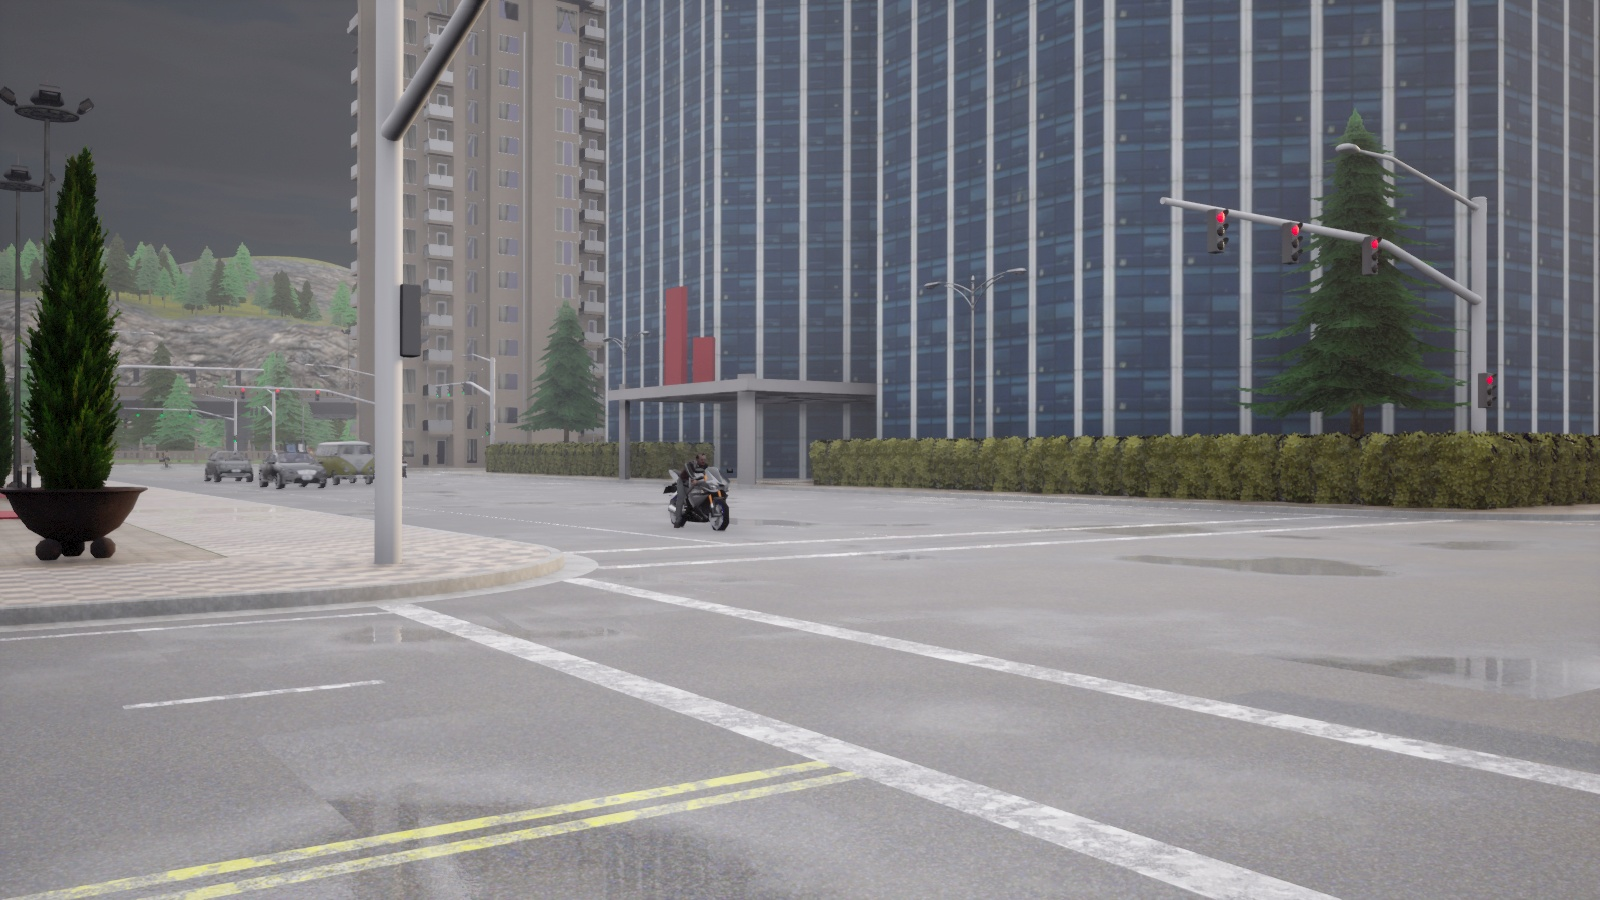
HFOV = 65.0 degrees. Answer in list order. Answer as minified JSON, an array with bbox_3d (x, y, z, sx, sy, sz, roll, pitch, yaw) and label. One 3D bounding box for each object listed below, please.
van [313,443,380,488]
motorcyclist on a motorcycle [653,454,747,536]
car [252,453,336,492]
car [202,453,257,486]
[{"bbox_3d":[-20.785,0.686,57.470,1.775,1.987,4.442,0,0,-35],"label":"van"},{"bbox_3d":[-1.996,0.847,24.773,0.866,1.530,2.191,0,0,-35],"label":"motorcyclist on a motorcycle"},{"bbox_3d":[-20.735,0.873,51.328,2.128,1.511,4.902,0,0,-35],"label":"car"},{"bbox_3d":[-27.992,0.936,61.613,1.789,1.549,3.705,0,0,-35],"label":"car"}]
